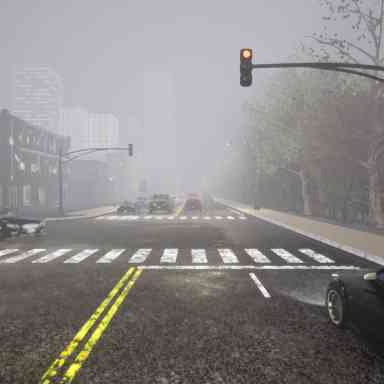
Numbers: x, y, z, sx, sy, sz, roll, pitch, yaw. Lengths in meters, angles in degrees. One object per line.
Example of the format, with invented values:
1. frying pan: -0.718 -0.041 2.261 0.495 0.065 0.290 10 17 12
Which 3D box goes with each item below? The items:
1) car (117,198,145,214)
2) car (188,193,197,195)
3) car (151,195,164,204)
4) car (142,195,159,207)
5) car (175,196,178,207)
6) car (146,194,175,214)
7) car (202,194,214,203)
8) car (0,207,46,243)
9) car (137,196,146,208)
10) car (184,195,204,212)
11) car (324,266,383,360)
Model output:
1. car: -6.589 1.590 35.331 1.895 1.301 4.718 0 0 1
2. car: 0.135 1.200 62.751 2.150 2.045 5.566 0 0 0
3. car: -6.522 1.454 63.575 1.882 1.535 5.008 0 0 1
4. car: -6.562 1.333 53.131 2.097 1.767 4.553 0 0 0
5. car: -3.314 1.510 46.273 1.812 1.442 4.674 0 0 0
6. car: -3.322 1.210 36.283 2.150 2.045 5.566 0 0 0
7. car: 3.384 1.576 66.911 1.895 1.301 4.718 0 0 0
8. car: -9.097 1.515 16.337 4.902 1.511 2.128 -2 -1 37
9. car: -6.567 1.337 44.242 2.097 1.767 4.553 0 0 0
10. car: 0.126 1.465 39.257 1.882 1.535 5.008 0 0 0
11. car: 3.351 1.563 4.272 1.994 1.385 4.181 0 0 0
